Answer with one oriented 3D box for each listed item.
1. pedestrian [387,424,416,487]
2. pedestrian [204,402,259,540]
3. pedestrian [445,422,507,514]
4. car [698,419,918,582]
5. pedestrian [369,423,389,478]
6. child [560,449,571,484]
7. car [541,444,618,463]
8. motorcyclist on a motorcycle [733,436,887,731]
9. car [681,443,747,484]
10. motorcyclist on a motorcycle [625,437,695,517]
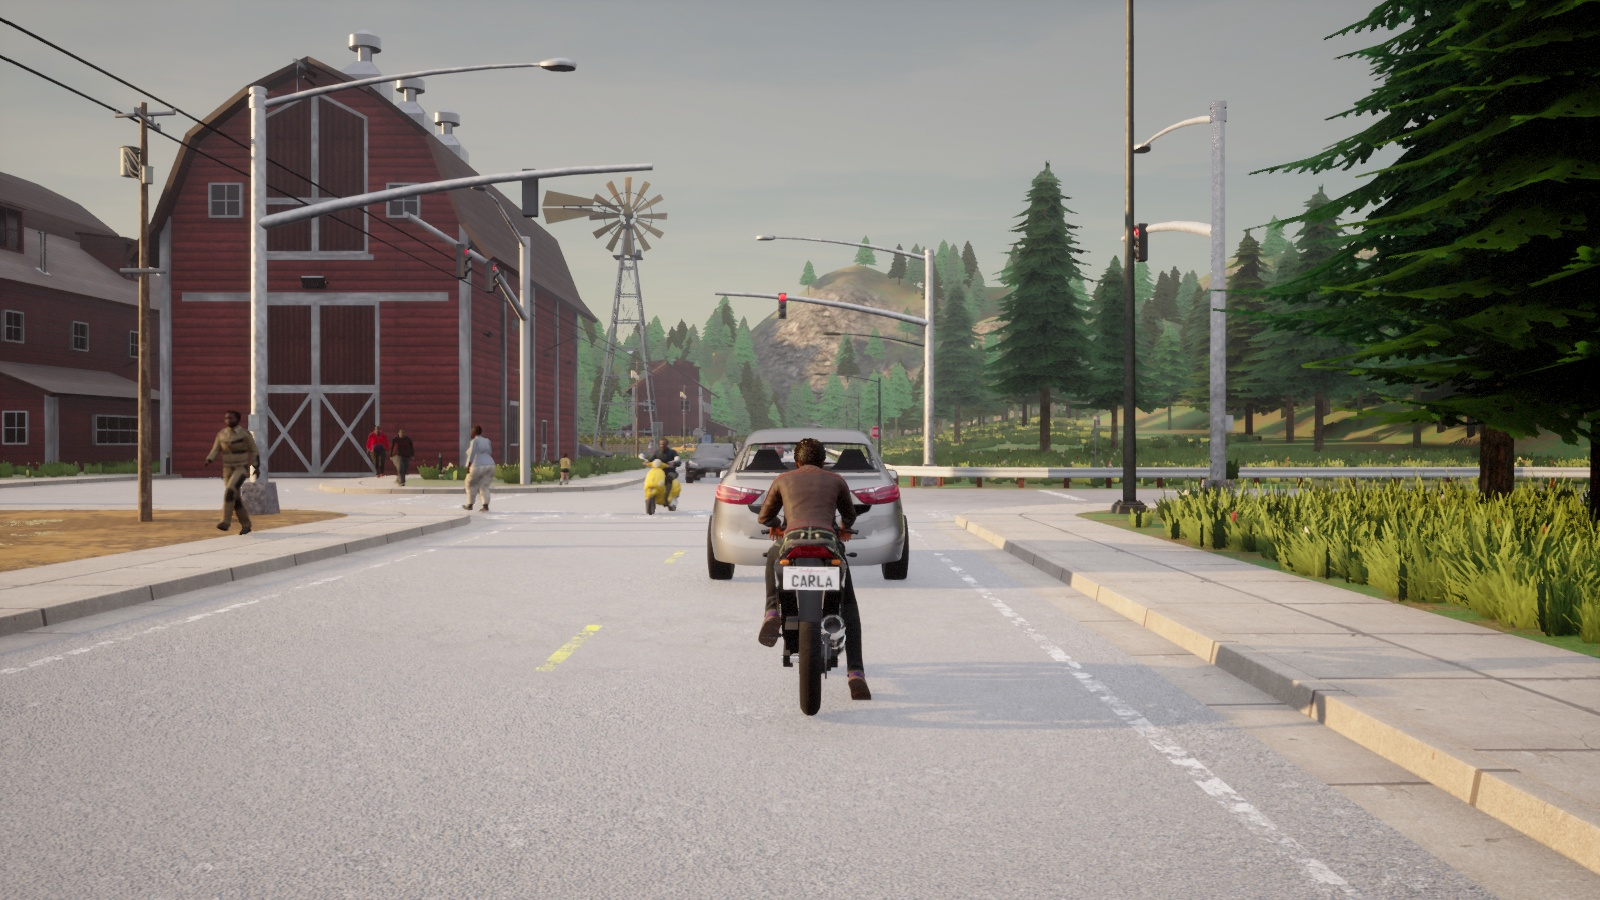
[{"bbox_3d":[-11.873,0.152,37.415,0.634,1.844,0.899,0,0,-30],"label":"pedestrian"},{"bbox_3d":[-8.078,0.289,17.864,0.396,1.930,0.692,0,0,8],"label":"pedestrian"},{"bbox_3d":[-6.740,0.363,26.157,0.900,1.855,0.874,0,0,34],"label":"pedestrian"},{"bbox_3d":[0.100,0.505,15.143,2.242,1.667,4.611,0,0,1],"label":"car"},{"bbox_3d":[-14.204,0.007,42.380,0.634,1.844,0.899,0,0,-17],"label":"pedestrian"},{"bbox_3d":[-7.505,0.539,40.156,0.255,1.110,0.394,0,0,2],"label":"child"},{"bbox_3d":[-16.235,0.258,92.631,5.357,1.411,2.033,0,0,-1],"label":"car"},{"bbox_3d":[0.058,0.686,7.516,0.797,1.523,2.044,0,0,0],"label":"motorcyclist on a motorcycle"},{"bbox_3d":[-3.211,0.474,47.878,2.163,1.488,4.792,0,0,0],"label":"car"},{"bbox_3d":[-2.903,0.538,26.202,0.866,1.590,1.817,2,1,13],"label":"motorcyclist on a motorcycle"}]
